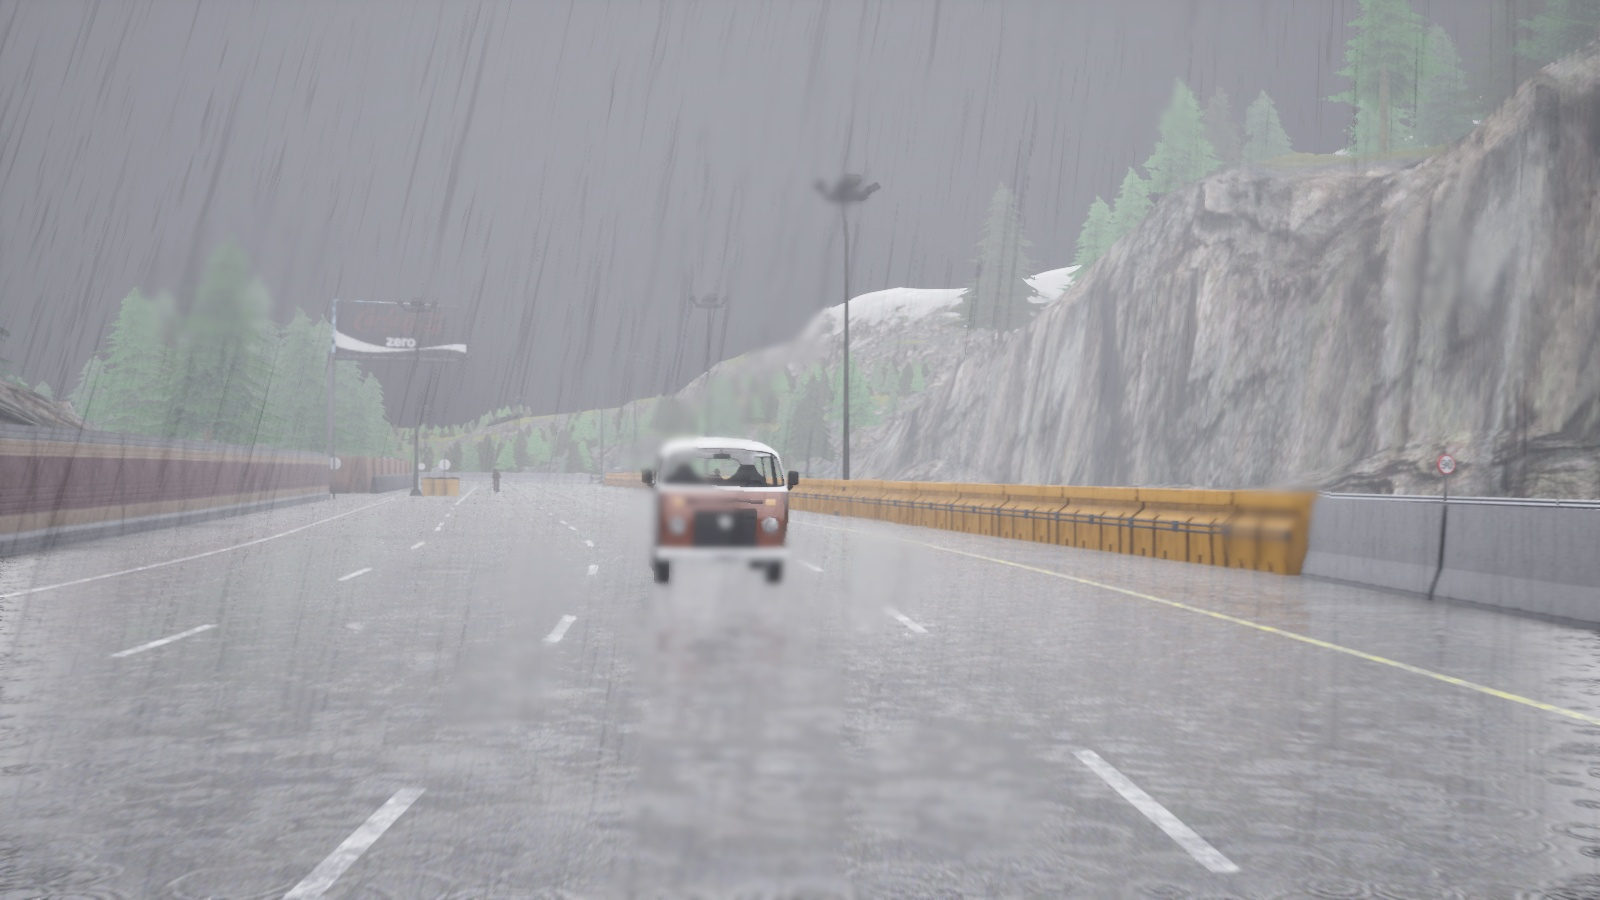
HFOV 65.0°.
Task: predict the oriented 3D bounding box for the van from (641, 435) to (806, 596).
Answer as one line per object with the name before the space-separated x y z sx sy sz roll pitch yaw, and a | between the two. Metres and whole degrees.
van | -1.245 0.843 18.203 2.069 2.038 4.480 0 0 -8
